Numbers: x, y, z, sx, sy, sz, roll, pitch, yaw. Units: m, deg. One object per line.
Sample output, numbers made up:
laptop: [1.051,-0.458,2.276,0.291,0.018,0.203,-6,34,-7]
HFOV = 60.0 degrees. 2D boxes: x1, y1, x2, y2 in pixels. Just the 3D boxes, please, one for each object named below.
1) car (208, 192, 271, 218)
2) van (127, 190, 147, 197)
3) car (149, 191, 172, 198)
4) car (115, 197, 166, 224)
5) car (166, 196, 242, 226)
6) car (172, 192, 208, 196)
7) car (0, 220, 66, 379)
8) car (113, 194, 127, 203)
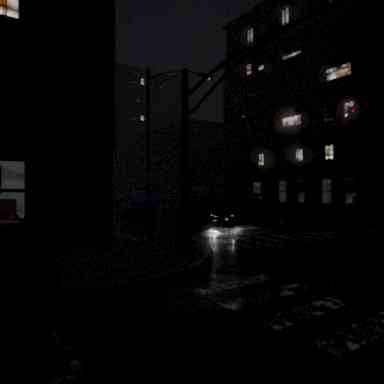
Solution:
car: [3.867,0.976,26.068,2.192,1.841,5.009,1,0,-35]
van: [-5.750,0.709,39.559,1.690,1.788,3.998,1,0,-35]
car: [-2.548,0.903,35.064,1.967,1.590,4.097,1,0,-35]
car: [-2.961,1.223,21.203,1.947,1.339,4.313,1,0,-35]
car: [0.568,1.243,20.863,1.837,1.490,4.892,0,1,-35]
car: [0.661,0.876,30.566,2.192,1.841,5.009,1,0,-35]
car: [-4.041,1.317,3.679,5.009,1.841,2.192,0,0,-35]
car: [-8.961,0.856,44.057,1.802,1.307,4.206,1,0,-35]
